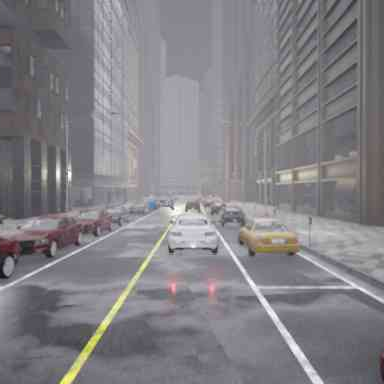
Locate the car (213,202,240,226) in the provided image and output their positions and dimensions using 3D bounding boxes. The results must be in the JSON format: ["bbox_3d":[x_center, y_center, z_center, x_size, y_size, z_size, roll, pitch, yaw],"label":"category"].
[{"bbox_3d":[2.850,1.688,24.381,2.008,1.369,4.403,-1,0,0],"label":"car"}]

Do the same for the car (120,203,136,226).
[{"bbox_3d":[-5.676,1.688,24.375,2.008,1.369,4.403,-1,0,0],"label":"car"}]

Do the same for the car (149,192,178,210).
[{"bbox_3d":[-2.999,1.039,36.658,2.150,2.045,5.566,0,0,0],"label":"car"}]

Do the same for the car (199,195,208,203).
[{"bbox_3d":[2.850,1.729,86.250,2.192,1.841,5.009,-1,0,0],"label":"car"}]

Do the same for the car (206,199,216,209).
[{"bbox_3d":[2.850,1.739,35.629,1.887,1.381,4.507,-1,0,0],"label":"car"}]

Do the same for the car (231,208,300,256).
[{"bbox_3d":[2.849,1.603,13.302,1.752,1.417,4.829,-1,0,0],"label":"car"}]

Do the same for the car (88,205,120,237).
[{"bbox_3d":[-5.676,1.652,18.751,1.887,1.381,4.507,-1,0,0],"label":"car"}]

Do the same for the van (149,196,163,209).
[{"bbox_3d":[-5.676,1.616,52.500,1.690,1.788,3.998,-1,0,0],"label":"van"}]

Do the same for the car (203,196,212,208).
[{"bbox_3d":[2.851,1.820,52.502,1.887,1.381,4.507,-1,0,0],"label":"car"}]

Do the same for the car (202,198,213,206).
[{"bbox_3d":[2.852,1.869,63.751,1.887,1.381,4.507,-1,0,0],"label":"car"}]

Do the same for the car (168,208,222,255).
[{"bbox_3d":[0.030,1.605,13.639,1.812,1.442,4.674,0,0,0],"label":"car"}]

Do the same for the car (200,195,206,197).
[{"bbox_3d":[2.850,1.740,58.128,1.967,1.590,4.097,-1,0,0],"label":"car"}]

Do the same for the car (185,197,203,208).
[{"bbox_3d":[0.101,1.734,42.711,1.837,1.490,4.892,0,0,0],"label":"car"}]

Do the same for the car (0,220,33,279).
[{"bbox_3d":[-5.677,1.589,7.502,1.887,1.381,4.507,-1,0,0],"label":"car"}]

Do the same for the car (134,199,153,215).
[{"bbox_3d":[-5.675,1.745,35.625,2.008,1.369,4.403,-1,0,0],"label":"car"}]

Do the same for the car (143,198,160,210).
[{"bbox_3d":[-5.676,1.689,46.875,1.967,1.590,4.097,-1,0,0],"label":"car"}]

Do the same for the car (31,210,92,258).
[{"bbox_3d":[-5.676,1.621,13.127,1.887,1.381,4.507,-1,0,0],"label":"car"}]

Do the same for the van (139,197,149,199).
[{"bbox_3d":[-5.677,1.563,41.250,1.690,1.788,3.998,-1,0,0],"label":"van"}]

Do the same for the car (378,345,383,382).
[{"bbox_3d":[2.849,1.594,1.882,1.802,1.307,4.206,-1,0,0],"label":"car"}]
